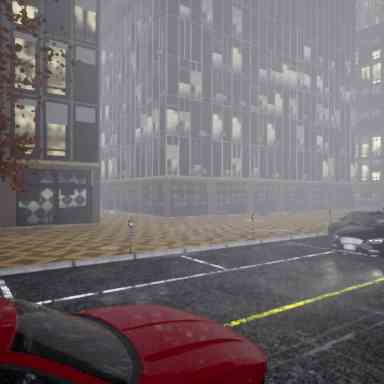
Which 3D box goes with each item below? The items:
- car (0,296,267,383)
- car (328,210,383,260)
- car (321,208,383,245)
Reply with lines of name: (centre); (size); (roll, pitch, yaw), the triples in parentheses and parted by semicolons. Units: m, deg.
car: (-1.636, 1.477, 2.115); (5.008, 1.535, 1.882); (0, 0, -35)
car: (7.041, 1.490, 11.985); (4.902, 1.511, 2.128); (0, 0, -35)
car: (8.390, 1.563, 16.056); (4.313, 1.339, 1.947); (0, 0, -35)
